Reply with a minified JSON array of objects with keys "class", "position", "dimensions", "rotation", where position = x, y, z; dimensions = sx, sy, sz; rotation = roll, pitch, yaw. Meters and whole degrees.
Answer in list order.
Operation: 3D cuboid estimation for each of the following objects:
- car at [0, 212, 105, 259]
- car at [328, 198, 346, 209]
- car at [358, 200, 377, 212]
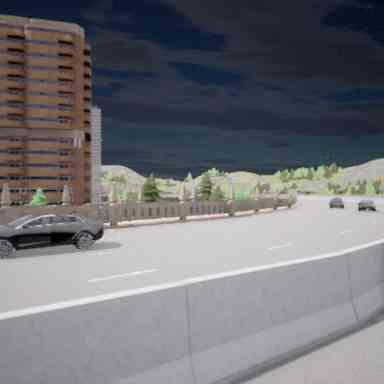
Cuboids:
[{"class":"car","position":[-5.863,1.548,12.933],"dimensions":[4.902,1.511,2.128],"rotation":[0,0,-38]},{"class":"car","position":[19.831,1.562,45.418],"dimensions":[1.837,1.490,4.892],"rotation":[0,0,24]},{"class":"car","position":[20.523,1.587,38.879],"dimensions":[2.033,1.411,5.357],"rotation":[0,0,28]}]
